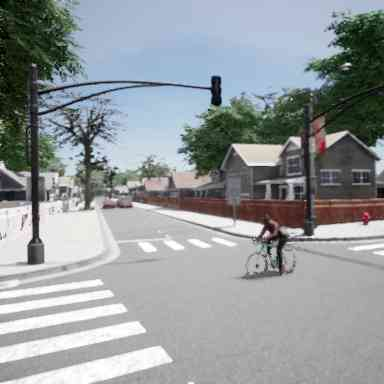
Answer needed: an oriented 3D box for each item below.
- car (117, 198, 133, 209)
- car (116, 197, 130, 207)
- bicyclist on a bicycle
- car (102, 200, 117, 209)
[{"bbox_3d":[-10.958,2.027,55.421,1.994,1.385,4.181,-1,0,-15],"label":"car"},{"bbox_3d":[-12.822,1.875,61.606,2.097,1.767,4.553,-1,0,-16],"label":"car"},{"bbox_3d":[2.094,1.416,8.774,1.656,1.620,0.582,-1,0,-26],"label":"bicyclist on a bicycle"},{"bbox_3d":[-13.695,1.987,54.863,1.882,1.535,5.008,-1,0,-16],"label":"car"}]
